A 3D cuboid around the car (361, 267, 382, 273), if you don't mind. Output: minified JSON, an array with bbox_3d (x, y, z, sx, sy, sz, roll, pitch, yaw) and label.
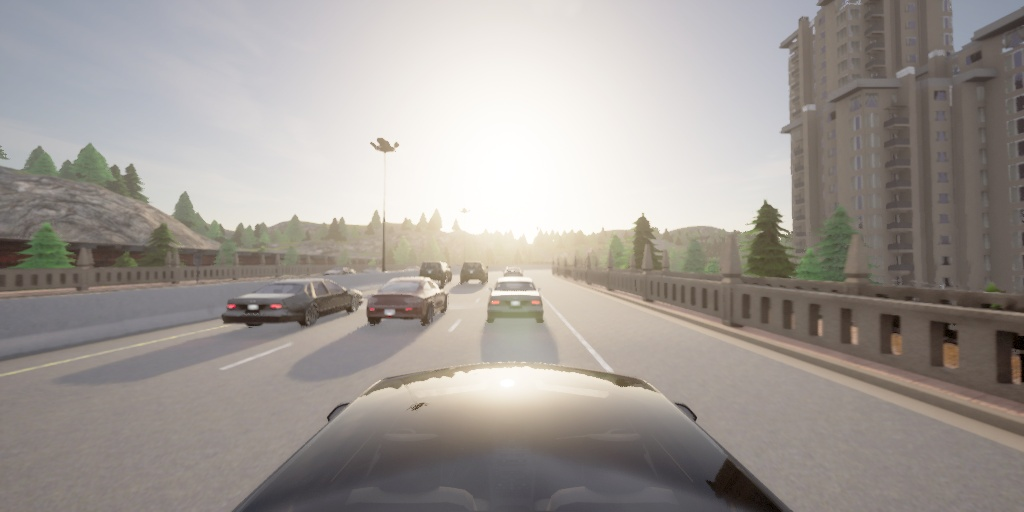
[{"bbox_3d":[-17.454,2.071,45.217,1.994,1.385,4.181,0,-1,1],"label":"car"}]

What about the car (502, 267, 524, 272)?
[{"bbox_3d":[0.102,1.786,33.534,2.128,1.511,4.902,0,-1,0],"label":"car"}]

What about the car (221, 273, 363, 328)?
[{"bbox_3d":[-6.899,1.453,12.058,2.033,1.411,5.357,0,-1,0],"label":"car"}]

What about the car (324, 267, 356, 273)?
[{"bbox_3d":[-21.029,2.032,43.997,2.033,1.411,5.357,0,-1,1],"label":"car"}]

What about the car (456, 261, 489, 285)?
[{"bbox_3d":[-3.398,1.503,32.792,2.150,2.045,5.566,0,-1,0],"label":"car"}]

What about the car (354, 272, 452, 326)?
[{"bbox_3d":[-3.413,1.435,12.292,1.812,1.442,4.674,0,-1,0],"label":"car"}]

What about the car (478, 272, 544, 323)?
[{"bbox_3d":[0.101,1.469,12.951,2.033,1.411,5.357,0,-1,0],"label":"car"}]

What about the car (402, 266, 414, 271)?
[{"bbox_3d":[-13.827,2.109,49.453,1.812,1.442,4.674,0,-1,3],"label":"car"}]

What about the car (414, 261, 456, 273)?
[{"bbox_3d":[-6.898,1.502,32.775,2.150,2.045,5.566,0,-1,0],"label":"car"}]
